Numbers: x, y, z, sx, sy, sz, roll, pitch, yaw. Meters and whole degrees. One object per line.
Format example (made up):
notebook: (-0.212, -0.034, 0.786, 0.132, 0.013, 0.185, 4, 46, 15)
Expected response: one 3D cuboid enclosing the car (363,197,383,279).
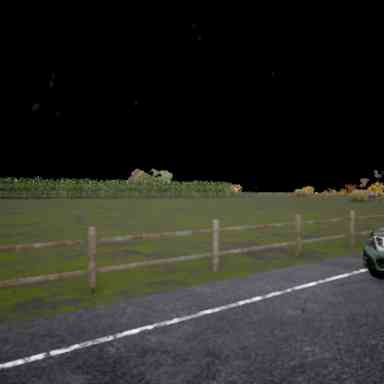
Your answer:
car: (6.875, 1.219, 8.897, 5.566, 2.045, 2.150, 0, 0, -35)
